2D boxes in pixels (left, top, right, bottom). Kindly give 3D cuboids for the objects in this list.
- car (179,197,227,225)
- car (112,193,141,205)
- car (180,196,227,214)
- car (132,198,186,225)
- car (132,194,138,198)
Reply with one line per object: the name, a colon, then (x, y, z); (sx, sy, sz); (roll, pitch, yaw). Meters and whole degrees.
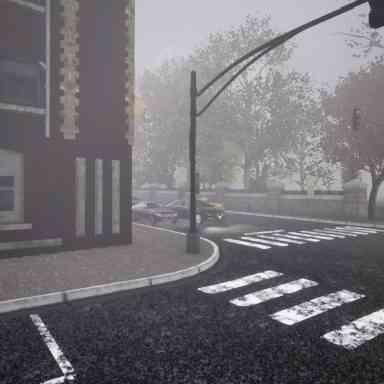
car: (0.164, 1.208, 21.687); (1.837, 1.490, 4.892); (0, 1, -39)
car: (-8.681, 0.864, 43.876); (2.008, 1.369, 4.403); (1, 0, -36)
car: (0.950, 1.130, 30.551); (1.752, 1.417, 4.829); (1, 0, -36)
car: (-2.503, 1.257, 21.022); (1.802, 1.307, 4.206); (2, 0, -36)
car: (-5.687, 1.027, 29.831); (1.837, 1.490, 4.892); (0, 1, -36)
